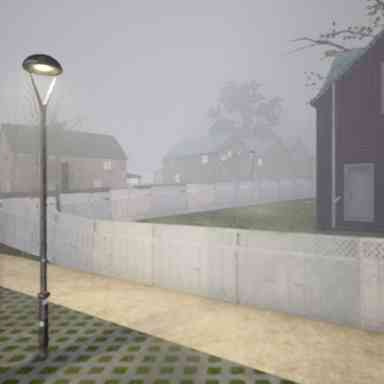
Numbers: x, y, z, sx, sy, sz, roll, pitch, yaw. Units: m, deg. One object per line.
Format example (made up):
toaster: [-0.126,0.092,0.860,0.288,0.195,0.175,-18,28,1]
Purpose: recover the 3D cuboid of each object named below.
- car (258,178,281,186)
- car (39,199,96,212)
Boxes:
car: [9.226,-0.722,37.853,4.553,1.767,2.097,-4,3,-40]
car: [-8.555,0.872,22.941,4.718,1.301,1.895,-4,3,-40]
